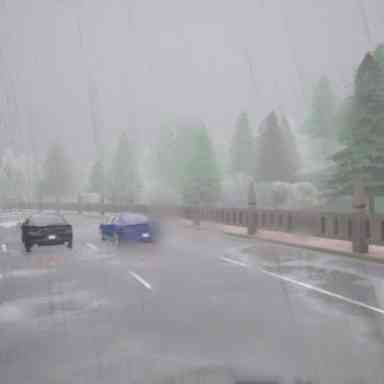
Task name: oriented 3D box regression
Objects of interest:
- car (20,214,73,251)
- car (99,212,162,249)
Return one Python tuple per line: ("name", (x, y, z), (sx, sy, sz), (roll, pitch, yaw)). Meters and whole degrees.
("car", (-7.005, 1.764, 15.884), (1.882, 1.535, 5.008), (0, -1, -29))
("car", (-3.122, 1.712, 16.117), (1.882, 1.535, 5.008), (0, -1, -28))
